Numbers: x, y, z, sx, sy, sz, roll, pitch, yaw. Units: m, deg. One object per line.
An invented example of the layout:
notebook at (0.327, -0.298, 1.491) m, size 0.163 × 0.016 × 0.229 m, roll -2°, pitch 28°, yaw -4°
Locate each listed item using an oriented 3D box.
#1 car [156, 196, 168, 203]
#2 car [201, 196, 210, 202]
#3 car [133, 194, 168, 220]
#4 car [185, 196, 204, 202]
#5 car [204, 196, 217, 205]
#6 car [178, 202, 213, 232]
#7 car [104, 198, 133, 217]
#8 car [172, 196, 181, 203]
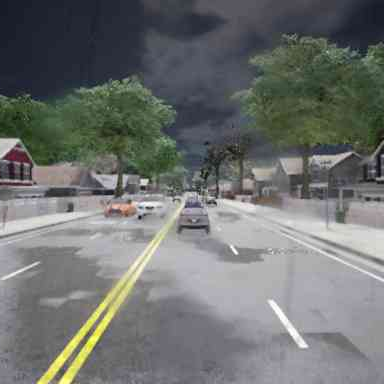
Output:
car at (-6.473, 1.574, 71.819) m, size 2.033 × 1.411 × 5.357 m, roll 0°, pitch 0°, yaw 0°
car at (3.280, 1.649, 81.995) m, size 2.033 × 1.411 × 5.357 m, roll 0°, pitch 0°, yaw 0°
car at (-3.327, 1.222, 28.936) m, size 2.150 × 2.045 × 5.566 m, roll 0°, pitch 0°, yaw 0°
car at (0.116, 1.371, 43.337) m, size 2.097 × 1.767 × 4.553 m, roll 0°, pitch 0°, yaw 0°
car at (3.374, 1.656, 60.330) m, size 1.895 × 1.301 × 4.718 m, roll 0°, pitch 0°, yaw 0°
car at (0.107, 1.548, 19.874) m, size 2.033 × 1.411 × 5.357 m, roll 0°, pitch 0°, yaw 0°
car at (-6.573, 1.348, 30.579) m, size 2.097 × 1.767 × 4.553 m, roll 0°, pitch 0°, yaw 0°
car at (-3.223, 1.542, 70.607) m, size 2.033 × 1.411 × 5.357 m, roll 0°, pitch 0°, yaw 0°
